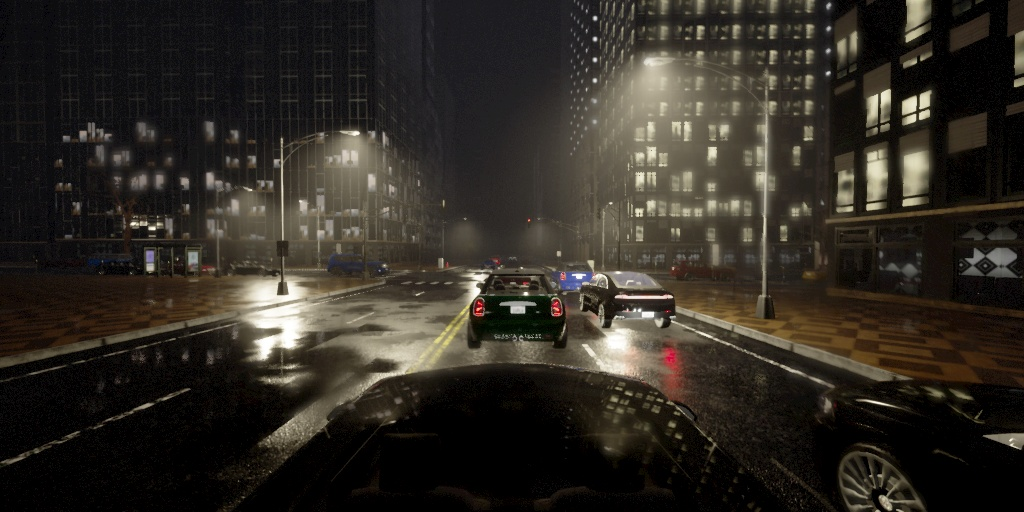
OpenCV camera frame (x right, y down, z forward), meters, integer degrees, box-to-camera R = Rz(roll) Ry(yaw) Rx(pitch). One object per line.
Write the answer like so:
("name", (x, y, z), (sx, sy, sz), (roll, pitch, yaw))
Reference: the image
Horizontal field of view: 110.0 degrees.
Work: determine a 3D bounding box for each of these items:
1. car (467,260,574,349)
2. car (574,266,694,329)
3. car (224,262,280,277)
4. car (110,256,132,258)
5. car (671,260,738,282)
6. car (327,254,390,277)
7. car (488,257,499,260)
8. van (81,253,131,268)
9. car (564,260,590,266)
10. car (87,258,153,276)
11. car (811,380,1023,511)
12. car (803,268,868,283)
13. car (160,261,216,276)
("car", (0.111, 1.099, 9.320), (2.097, 1.767, 4.553), (0, 0, 0))
("car", (3.363, 1.237, 11.294), (2.128, 1.511, 4.902), (0, 0, 0))
("car", (-22.692, 1.174, 31.364), (4.313, 1.339, 1.948), (0, 0, 1))
("car", (-34.907, 1.000, 34.339), (5.357, 1.411, 2.033), (1, 1, 1))
("car", (16.232, 1.269, 30.785), (5.009, 1.841, 2.192), (0, 0, 1))
("car", (-14.375, 0.868, 33.569), (5.566, 2.045, 2.150), (0, 1, 6))
("car", (-3.281, 1.241, 50.821), (1.812, 1.442, 4.674), (0, 0, 0))
("van", (-45.236, 0.605, 40.360), (3.998, 1.789, 1.690), (0, 0, 1))
("car", (3.375, 1.092, 20.136), (2.097, 1.767, 4.553), (0, 0, 0))
("car", (-34.057, 1.069, 31.685), (4.313, 1.339, 1.948), (0, 0, 1))
("car", (3.344, 1.242, 0.902), (2.128, 1.511, 4.902), (0, 0, 0))
("car", (27.680, 1.578, 30.573), (4.829, 1.417, 1.751), (0, 0, 1))
("car", (-28.376, 1.138, 31.504), (4.207, 1.307, 1.802), (0, 0, 1))
